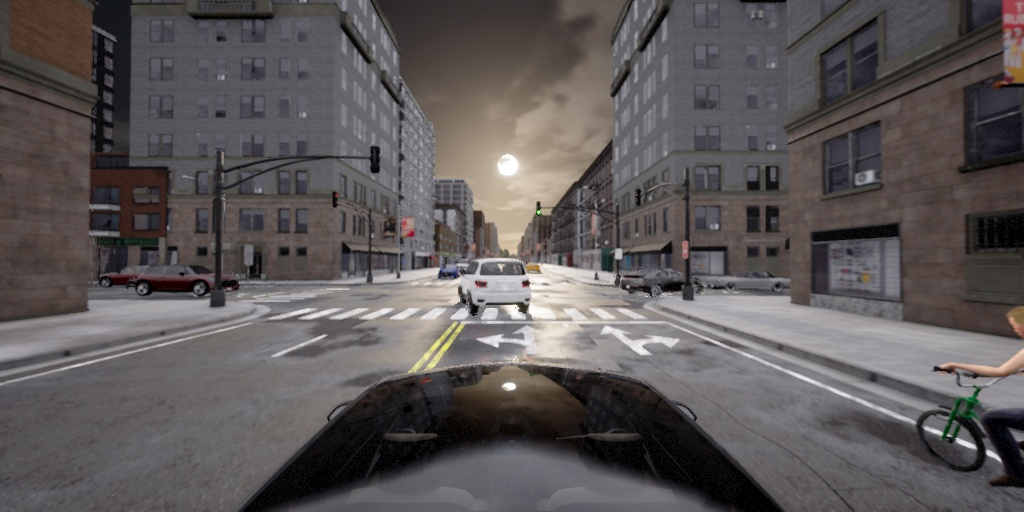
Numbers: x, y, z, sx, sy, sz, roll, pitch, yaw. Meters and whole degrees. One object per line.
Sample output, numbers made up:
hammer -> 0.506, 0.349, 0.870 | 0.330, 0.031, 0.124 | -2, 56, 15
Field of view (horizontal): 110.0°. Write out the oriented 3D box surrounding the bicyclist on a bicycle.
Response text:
bicyclist on a bicycle -> 4.129, 1.199, 2.920 | 0.866, 1.612, 1.509 | 0, -1, 0

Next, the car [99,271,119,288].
car -> -26.829, 1.419, 25.666 | 4.097, 1.591, 1.967 | 0, 0, 0

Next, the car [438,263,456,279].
car -> -6.610, 1.600, 38.410 | 1.882, 1.535, 5.008 | 0, -1, 0

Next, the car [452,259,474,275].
car -> -6.582, 1.444, 48.356 | 2.150, 2.045, 5.566 | 0, -1, 1

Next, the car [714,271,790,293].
car -> 15.042, 1.615, 22.991 | 4.718, 1.301, 1.895 | 0, -1, 1

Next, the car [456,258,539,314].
car -> -0.859, 1.105, 14.716 | 2.150, 2.045, 5.566 | 0, 0, -13

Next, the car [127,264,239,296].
car -> -18.111, 1.265, 20.171 | 4.553, 1.767, 2.097 | 0, -1, 0

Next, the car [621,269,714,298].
car -> 8.357, 1.441, 19.833 | 4.902, 1.511, 2.128 | 1, -2, -23

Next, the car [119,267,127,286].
car -> -21.418, 1.498, 23.188 | 5.357, 1.411, 2.033 | 0, -1, -1
